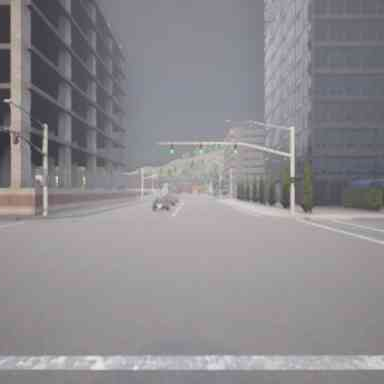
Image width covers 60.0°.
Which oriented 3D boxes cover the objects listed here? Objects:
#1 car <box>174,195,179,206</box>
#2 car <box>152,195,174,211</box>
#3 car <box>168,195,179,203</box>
[{"bbox_3d":[-3.573,1.241,50.101,2.097,1.767,4.553,0,0,0],"label":"car"},{"bbox_3d":[-3.582,1.402,39.225,2.128,1.511,4.902,0,0,0],"label":"car"},{"bbox_3d":[-3.529,1.377,64.053,1.812,1.442,4.674,0,0,0],"label":"car"}]
